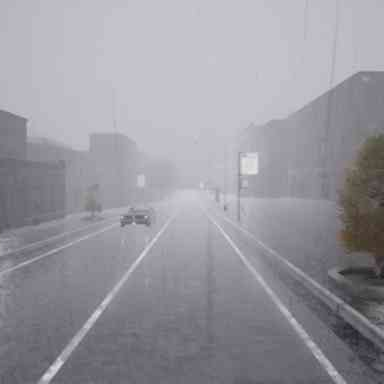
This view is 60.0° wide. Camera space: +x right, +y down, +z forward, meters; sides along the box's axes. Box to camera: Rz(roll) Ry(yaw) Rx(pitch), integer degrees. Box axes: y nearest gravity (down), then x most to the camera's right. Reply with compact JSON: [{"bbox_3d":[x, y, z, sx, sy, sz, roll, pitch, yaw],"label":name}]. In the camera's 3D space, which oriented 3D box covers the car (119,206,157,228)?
[{"bbox_3d":[-3.477,1.585,22.132,1.895,1.301,4.718,0,0,0],"label":"car"}]
